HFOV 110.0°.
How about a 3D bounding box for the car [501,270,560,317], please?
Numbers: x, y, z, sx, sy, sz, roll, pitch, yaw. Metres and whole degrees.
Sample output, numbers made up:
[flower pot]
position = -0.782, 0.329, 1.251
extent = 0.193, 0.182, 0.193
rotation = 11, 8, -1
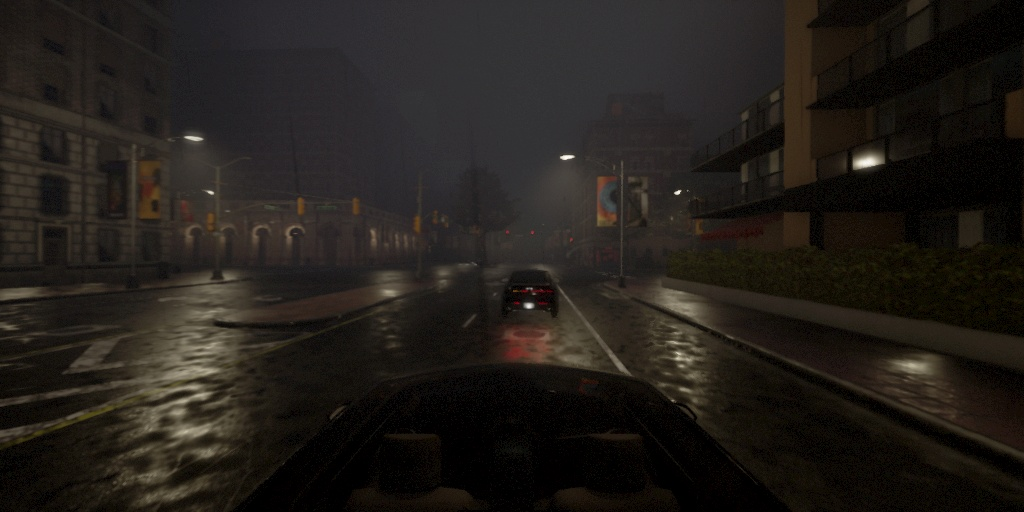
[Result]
[car]
position = 0.666, 1.226, 13.027
extent = 1.837, 1.490, 4.892
rotation = 0, 0, 4
